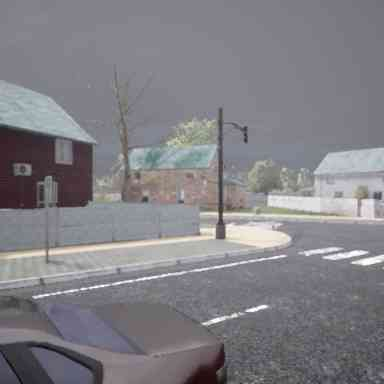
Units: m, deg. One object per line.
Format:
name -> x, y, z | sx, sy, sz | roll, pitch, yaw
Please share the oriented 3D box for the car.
car -> -2.137, 1.545, 2.040 | 5.357, 1.411, 2.033 | 0, 0, -36
